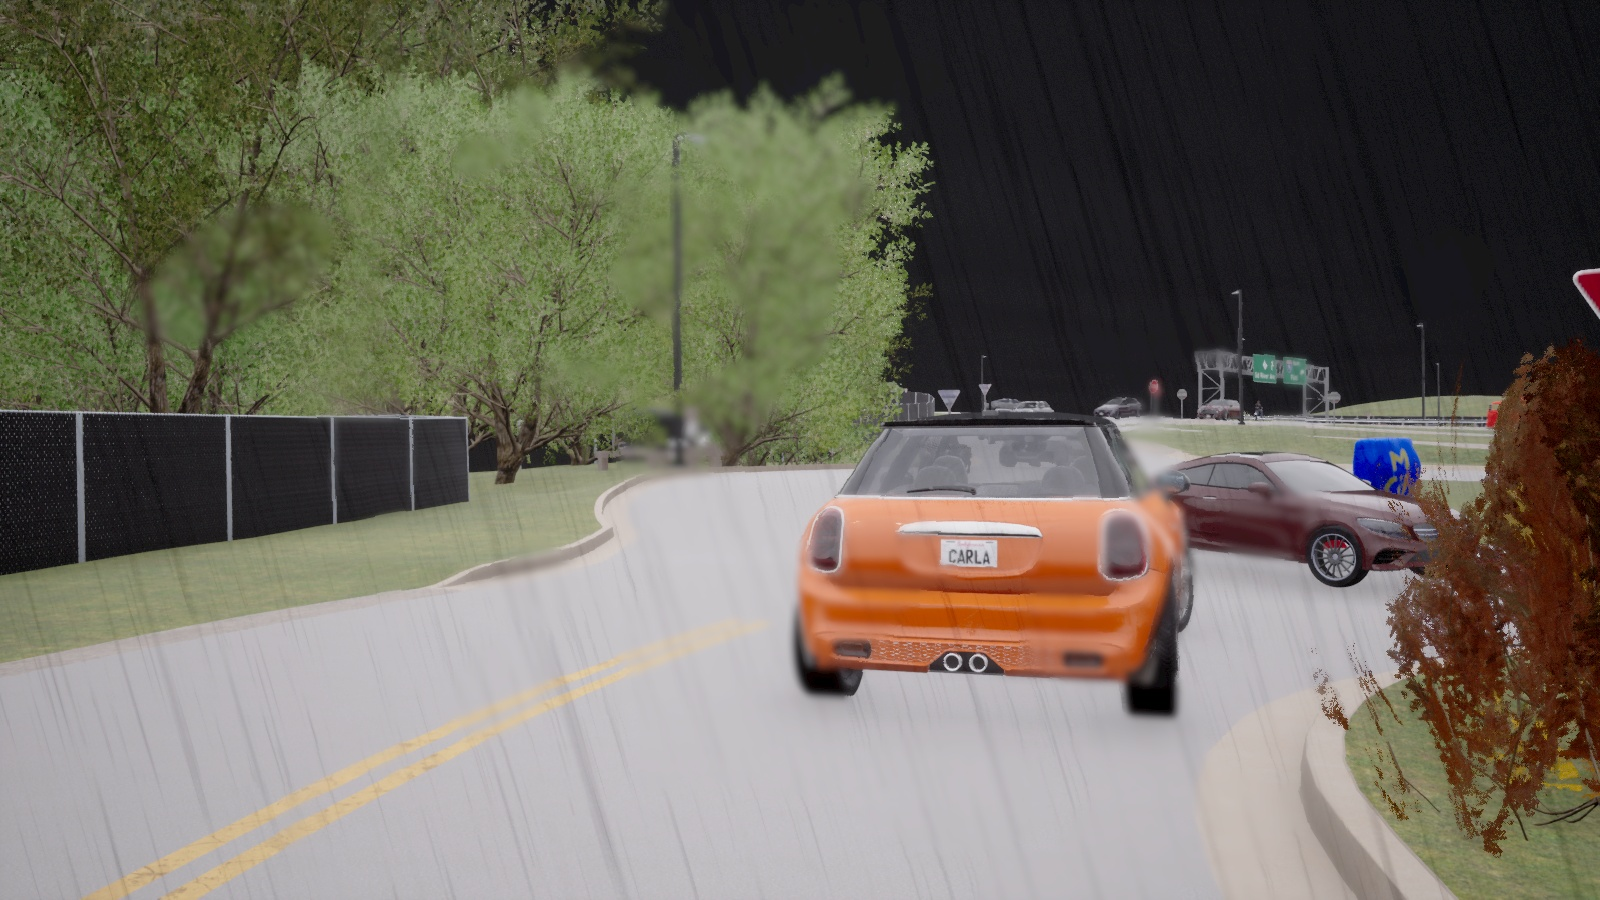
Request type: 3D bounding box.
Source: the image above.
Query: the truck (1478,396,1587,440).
[{"bbox_3d":[45.482,-2.013,78.038,2.627,2.467,5.204,0,3,-44],"label":"truck"}]

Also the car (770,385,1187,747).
[{"bbox_3d":[1.532,0.548,8.610,2.097,1.767,4.553,0,0,18],"label":"car"}]

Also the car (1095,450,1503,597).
[{"bbox_3d":[5.969,0.773,15.704,1.812,1.442,4.674,-1,2,-28],"label":"car"}]

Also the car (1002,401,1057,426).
[{"bbox_3d":[14.047,-2.260,76.821,1.970,1.475,3.806,0,2,33],"label":"car"}]

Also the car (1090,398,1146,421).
[{"bbox_3d":[22.523,-2.864,88.870,4.193,1.474,1.816,-4,4,-41],"label":"car"}]
